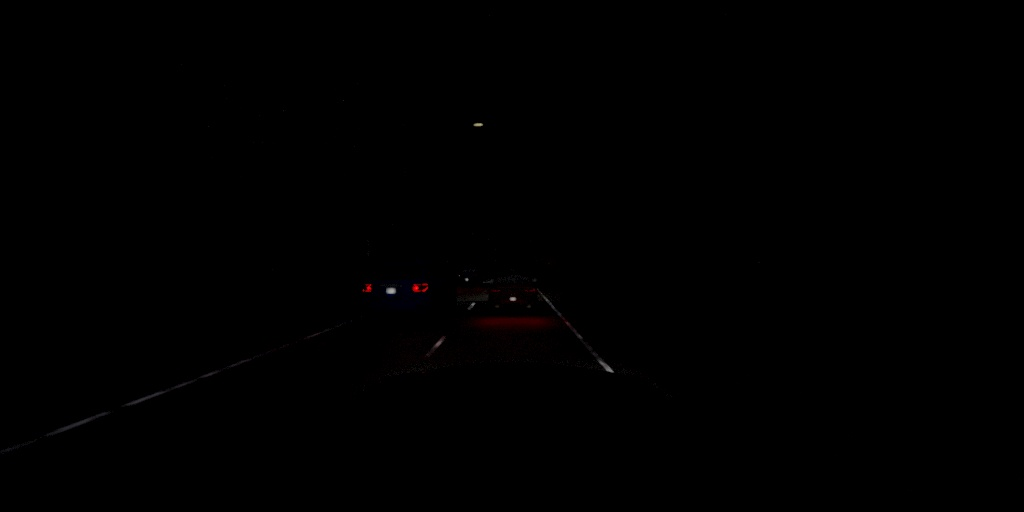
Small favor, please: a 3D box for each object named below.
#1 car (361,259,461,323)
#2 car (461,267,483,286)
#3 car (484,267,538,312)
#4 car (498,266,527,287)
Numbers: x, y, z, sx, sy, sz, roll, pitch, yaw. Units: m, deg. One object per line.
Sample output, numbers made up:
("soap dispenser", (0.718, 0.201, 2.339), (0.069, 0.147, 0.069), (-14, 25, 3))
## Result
("car", (-3.463, 1.120, 13.026), (2.150, 2.045, 5.566), (0, 0, 0))
("car", (-3.448, 1.639, 29.757), (1.812, 1.442, 4.674), (0, 0, 0))
("car", (0.055, 1.403, 15.266), (1.882, 1.535, 5.008), (0, 0, 0))
("car", (0.048, 1.598, 29.132), (2.128, 1.511, 4.902), (0, -1, 0))
